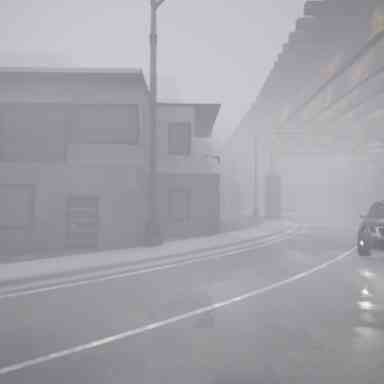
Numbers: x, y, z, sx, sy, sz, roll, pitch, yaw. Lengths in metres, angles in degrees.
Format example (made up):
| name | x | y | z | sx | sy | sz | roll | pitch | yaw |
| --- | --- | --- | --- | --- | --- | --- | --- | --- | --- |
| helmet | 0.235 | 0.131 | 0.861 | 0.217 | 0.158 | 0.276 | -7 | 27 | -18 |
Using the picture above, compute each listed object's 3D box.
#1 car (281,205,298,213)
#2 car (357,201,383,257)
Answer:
| name | x | y | z | sx | sy | sz | roll | pitch | yaw |
| --- | --- | --- | --- | --- | --- | --- | --- | --- | --- |
| car | 15.783 | 2.784 | 54.371 | 1.994 | 1.385 | 4.181 | 0 | -1 | 0 |
| car | 8.088 | 1.381 | 13.202 | 2.150 | 2.045 | 5.566 | 0 | -1 | 34 |
